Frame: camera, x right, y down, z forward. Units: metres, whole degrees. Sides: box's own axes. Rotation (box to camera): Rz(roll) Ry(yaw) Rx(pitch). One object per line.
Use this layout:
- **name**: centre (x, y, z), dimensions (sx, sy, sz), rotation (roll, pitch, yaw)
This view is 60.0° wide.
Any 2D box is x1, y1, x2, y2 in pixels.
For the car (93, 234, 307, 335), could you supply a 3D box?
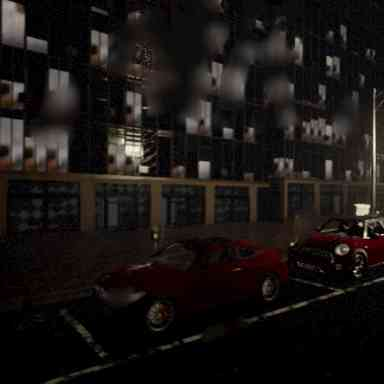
- **car**: centre (0.179, 1.587, 6.680), dimensions (4.206, 1.307, 1.802), rotation (0, 1, -36)

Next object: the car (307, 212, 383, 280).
- **car**: centre (4.716, 1.451, 9.917), dimensions (4.097, 1.590, 1.967), rotation (0, 1, -36)
